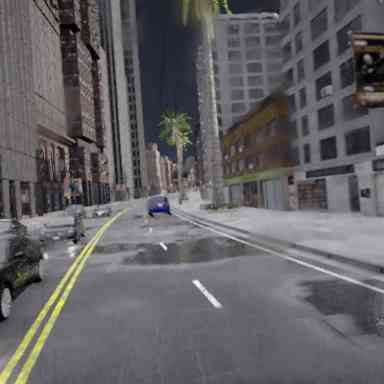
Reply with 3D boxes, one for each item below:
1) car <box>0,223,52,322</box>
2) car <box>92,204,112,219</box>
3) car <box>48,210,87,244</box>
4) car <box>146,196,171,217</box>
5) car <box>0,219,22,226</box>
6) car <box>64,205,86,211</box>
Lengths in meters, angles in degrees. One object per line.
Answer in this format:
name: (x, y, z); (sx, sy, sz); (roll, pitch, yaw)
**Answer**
car: (-4.898, 1.826, 7.873); (1.882, 1.535, 5.008); (-4, 0, -13)
car: (-10.565, 2.240, 39.352); (2.128, 1.511, 4.902); (-4, 0, -8)
car: (-7.153, 2.039, 18.689); (1.812, 1.442, 4.674); (-4, 0, -11)
car: (-3.612, 1.494, 35.719); (2.150, 2.045, 5.566); (-5, 0, -10)
car: (-10.337, 2.266, 18.067); (1.812, 1.442, 4.674); (-4, 0, -11)
car: (-13.853, 2.331, 39.384); (2.097, 1.767, 4.553); (-4, 0, -8)
